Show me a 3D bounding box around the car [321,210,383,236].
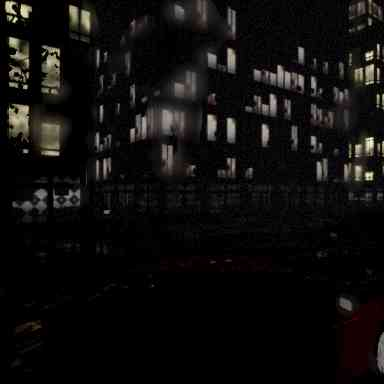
[{"bbox_3d":[8.140,1.563,16.226,4.313,1.339,1.947,0,0,-36],"label":"car"}]

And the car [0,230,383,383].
[{"bbox_3d":[0.504,1.477,3.794,5.008,1.535,1.882,0,0,-36],"label":"car"}]
